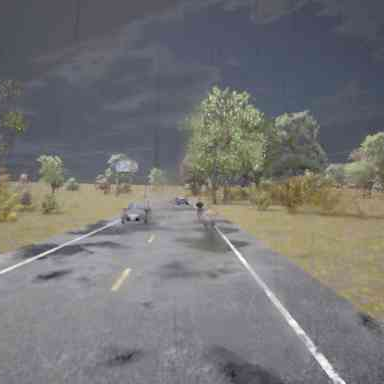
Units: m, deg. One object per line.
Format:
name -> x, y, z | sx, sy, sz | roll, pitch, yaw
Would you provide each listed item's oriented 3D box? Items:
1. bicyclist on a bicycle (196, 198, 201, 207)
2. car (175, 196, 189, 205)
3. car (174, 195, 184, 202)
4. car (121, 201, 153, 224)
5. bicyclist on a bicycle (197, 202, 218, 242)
bicyclist on a bicycle -> 0.579, 1.337, 25.213 | 0.659, 1.776, 1.843 | 0, 0, -2
car -> -1.623, 1.430, 56.335 | 1.812, 1.442, 4.674 | 0, 0, -3
car -> -2.881, 1.455, 73.724 | 1.895, 1.301, 4.718 | 0, 0, -4
car -> -3.961, 1.462, 24.384 | 2.128, 1.511, 4.902 | 0, 0, -2
bicyclist on a bicycle -> 0.824, 1.418, 15.407 | 0.866, 1.612, 1.509 | 0, 0, -1
